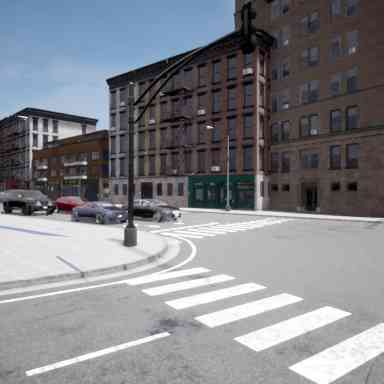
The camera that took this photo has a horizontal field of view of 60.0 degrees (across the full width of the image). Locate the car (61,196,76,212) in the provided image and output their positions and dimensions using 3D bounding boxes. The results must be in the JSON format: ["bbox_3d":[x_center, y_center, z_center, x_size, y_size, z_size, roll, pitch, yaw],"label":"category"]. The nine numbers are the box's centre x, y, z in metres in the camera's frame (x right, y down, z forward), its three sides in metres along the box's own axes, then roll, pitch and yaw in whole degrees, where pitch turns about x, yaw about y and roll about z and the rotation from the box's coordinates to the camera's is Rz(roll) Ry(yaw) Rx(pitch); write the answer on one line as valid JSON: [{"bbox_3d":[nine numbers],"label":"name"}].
[{"bbox_3d":[-10.387,1.126,29.273,5.008,1.535,1.882,1,0,39],"label":"car"}]

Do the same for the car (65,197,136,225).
[{"bbox_3d":[-6.019,1.282,21.726,4.181,1.385,1.994,1,0,37],"label":"car"}]

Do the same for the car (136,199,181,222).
[{"bbox_3d":[-2.937,1.241,23.450,4.902,1.511,2.128,1,0,38],"label":"car"}]

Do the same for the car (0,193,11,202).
[{"bbox_3d":[-33.153,0.899,57.600,4.674,1.442,1.812,1,0,43],"label":"car"}]

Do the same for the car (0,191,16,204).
[{"bbox_3d":[-27.596,0.787,48.224,4.553,1.767,2.097,1,0,41],"label":"car"}]

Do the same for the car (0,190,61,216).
[{"bbox_3d":[-13.585,0.841,27.664,5.566,2.045,2.150,0,0,39],"label":"car"}]
